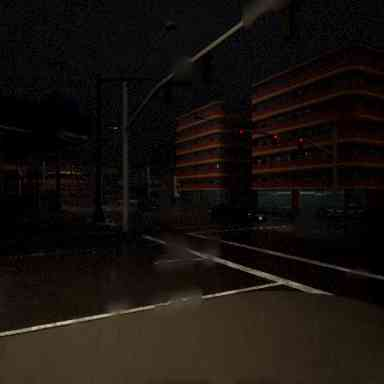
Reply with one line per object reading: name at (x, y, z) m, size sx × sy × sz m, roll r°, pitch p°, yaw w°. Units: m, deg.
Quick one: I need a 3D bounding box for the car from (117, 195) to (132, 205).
car at (-10.813, 1.601, 55.084) m, size 1.895 × 1.301 × 4.718 m, roll 0°, pitch 0°, yaw -31°

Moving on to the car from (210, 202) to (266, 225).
car at (3.238, 1.492, 24.183) m, size 2.128 × 1.511 × 4.902 m, roll 0°, pitch 0°, yaw -33°

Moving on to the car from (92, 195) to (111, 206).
car at (-15.302, 1.601, 55.512) m, size 1.895 × 1.301 × 4.718 m, roll 0°, pitch 0°, yaw -30°

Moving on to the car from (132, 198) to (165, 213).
car at (-4.738, 1.504, 37.491) m, size 1.837 × 1.490 × 4.892 m, roll 0°, pitch 0°, yaw -30°
